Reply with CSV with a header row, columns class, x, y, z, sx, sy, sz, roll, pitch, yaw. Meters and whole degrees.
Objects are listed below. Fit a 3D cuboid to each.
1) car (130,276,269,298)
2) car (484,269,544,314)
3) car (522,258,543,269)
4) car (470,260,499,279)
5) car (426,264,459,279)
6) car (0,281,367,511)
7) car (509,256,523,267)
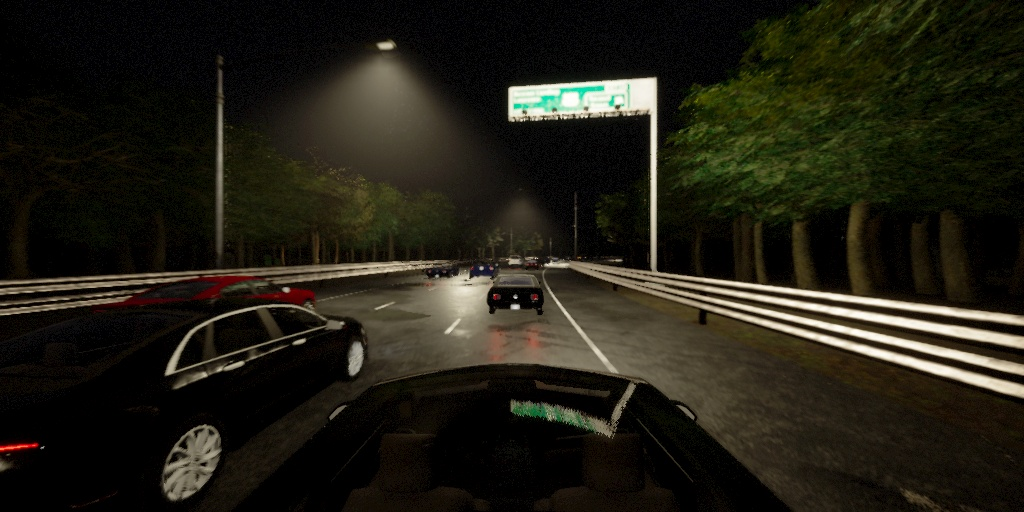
class,x,y,z,sx,sy,sz,roll,pitch,yaw
car,-6.856,1.215,8.756,1.882,1.535,5.008,0,0,1
car,0.176,1.351,13.758,1.895,1.301,4.718,0,0,2
car,3.148,1.288,53.944,2.033,1.411,5.357,0,0,7
car,-2.366,1.092,31.736,2.097,1.767,4.553,0,0,4
car,-5.984,1.334,31.717,1.895,1.301,4.718,0,0,4
car,-3.412,1.248,4.238,1.837,1.490,4.892,0,0,1
car,0.843,0.954,63.202,2.150,2.045,5.566,0,0,8
